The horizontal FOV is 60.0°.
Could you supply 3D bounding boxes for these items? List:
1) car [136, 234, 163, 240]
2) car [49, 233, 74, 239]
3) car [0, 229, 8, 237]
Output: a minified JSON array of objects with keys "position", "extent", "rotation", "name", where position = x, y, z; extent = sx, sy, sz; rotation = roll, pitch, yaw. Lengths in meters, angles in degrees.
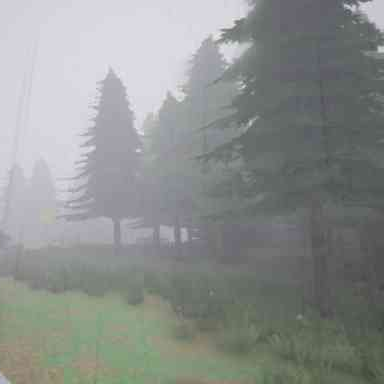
[{"position":[-5.157,6.253,43.548],"extent":[1.882,1.535,5.008],"rotation":[-6,-10,33],"name":"car"},{"position":[-13.731,5.046,34.439],"extent":[1.837,1.490,4.892],"rotation":[-5,-10,19],"name":"car"},{"position":[-11.662,2.499,18.328],"extent":[2.097,1.767,4.553],"rotation":[-2,-6,-12],"name":"car"}]
